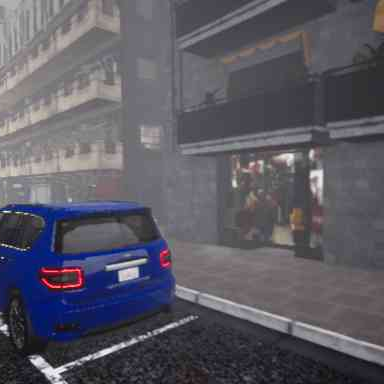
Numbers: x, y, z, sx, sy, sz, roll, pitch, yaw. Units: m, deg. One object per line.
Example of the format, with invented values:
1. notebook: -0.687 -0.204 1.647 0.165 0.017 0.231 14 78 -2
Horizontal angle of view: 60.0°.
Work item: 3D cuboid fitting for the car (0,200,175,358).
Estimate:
1. car: -2.681 1.196 6.327 2.150 2.045 5.566 -2 1 -44
